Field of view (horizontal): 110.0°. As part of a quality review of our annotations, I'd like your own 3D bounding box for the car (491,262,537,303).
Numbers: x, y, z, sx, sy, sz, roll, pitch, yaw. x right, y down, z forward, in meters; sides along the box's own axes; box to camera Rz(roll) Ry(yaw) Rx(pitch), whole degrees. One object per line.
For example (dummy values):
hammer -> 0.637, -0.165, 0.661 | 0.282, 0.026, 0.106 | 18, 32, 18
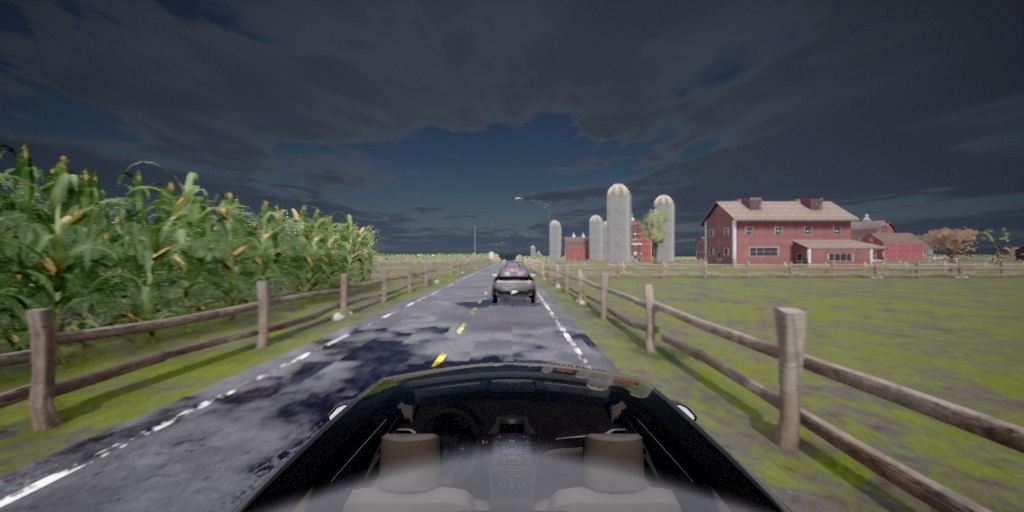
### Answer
car -> 0.082, 1.214, 16.483 | 2.128, 1.511, 4.902 | 0, 0, 0
